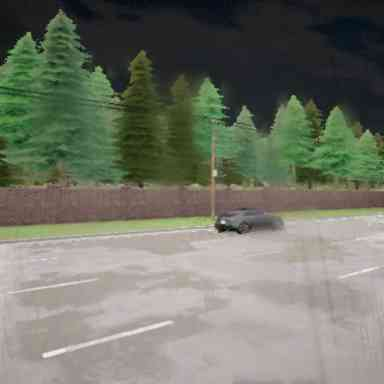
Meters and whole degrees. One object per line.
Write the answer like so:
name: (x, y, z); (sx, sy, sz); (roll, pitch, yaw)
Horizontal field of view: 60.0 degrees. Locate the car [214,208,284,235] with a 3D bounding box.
car: (3.288, 1.594, 18.981); (4.181, 1.385, 1.994); (0, 0, -35)
